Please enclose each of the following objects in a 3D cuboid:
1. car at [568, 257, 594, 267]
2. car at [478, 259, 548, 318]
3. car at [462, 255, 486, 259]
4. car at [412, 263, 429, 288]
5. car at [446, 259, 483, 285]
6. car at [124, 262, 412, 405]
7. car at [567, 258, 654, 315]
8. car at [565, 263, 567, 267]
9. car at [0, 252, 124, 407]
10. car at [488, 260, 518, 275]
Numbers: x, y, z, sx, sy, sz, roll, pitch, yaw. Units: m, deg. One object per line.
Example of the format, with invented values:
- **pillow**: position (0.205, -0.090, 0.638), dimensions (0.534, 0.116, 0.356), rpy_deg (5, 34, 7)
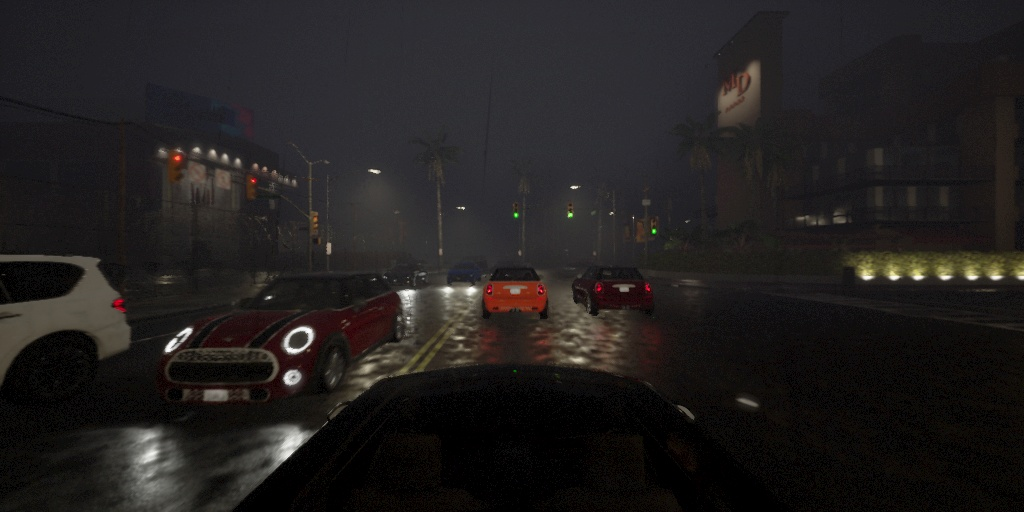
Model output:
- **car**: position (12.348, 1.060, 63.903), dimensions (4.553, 1.767, 2.097), rpy_deg (0, 0, -37)
- **car**: position (0.100, 1.094, 13.101), dimensions (2.097, 1.767, 4.553), rpy_deg (0, 0, 0)
- **car**: position (-4.583, 0.946, 40.429), dimensions (2.150, 2.045, 5.566), rpy_deg (0, 0, 18)
- **car**: position (-6.898, 1.240, 23.771), dimensions (1.837, 1.490, 4.892), rpy_deg (0, 0, 2)
- **car**: position (-3.365, 1.211, 25.865), dimensions (1.882, 1.535, 5.008), rpy_deg (0, 0, 3)
- **car**: position (-3.590, 1.099, 6.595), dimensions (2.097, 1.767, 4.553), rpy_deg (0, 0, 0)
- **car**: position (3.601, 1.094, 13.625), dimensions (2.097, 1.767, 4.553), rpy_deg (0, 0, 0)
- **car**: position (11.011, 1.259, 58.459), dimensions (5.357, 1.411, 2.033), rpy_deg (0, 0, -42)
- **car**: position (-7.099, 0.970, 3.282), dimensions (2.150, 2.045, 5.566), rpy_deg (0, 0, 0)
- **car**: position (-0.929, 1.250, 40.165), dimensions (1.812, 1.442, 4.674), rpy_deg (0, 0, 20)
